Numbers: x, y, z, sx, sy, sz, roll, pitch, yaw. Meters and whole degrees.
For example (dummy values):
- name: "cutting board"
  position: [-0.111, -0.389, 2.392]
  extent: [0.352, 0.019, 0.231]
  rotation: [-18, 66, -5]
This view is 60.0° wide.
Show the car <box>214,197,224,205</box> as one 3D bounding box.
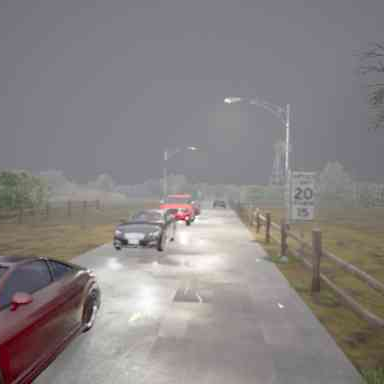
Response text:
- name: "car"
  position: [5.895, 1.894, 72.335]
  extent: [2.128, 1.511, 4.902]
  rotation: [1, -1, 5]

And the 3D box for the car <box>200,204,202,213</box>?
- name: "car"
  position: [-0.069, 1.526, 34.259]
  extent: [1.837, 1.490, 4.892]
  rotation: [1, 0, 5]

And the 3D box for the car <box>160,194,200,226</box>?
- name: "car"
  position: [-0.958, 1.211, 23.945]
  extent: [2.150, 2.045, 5.566]
  rotation: [1, 0, 6]

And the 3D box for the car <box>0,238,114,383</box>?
- name: "car"
  position: [-2.638, 1.502, 3.994]
  extent: [1.994, 1.385, 4.181]
  rotation: [1, 0, 5]

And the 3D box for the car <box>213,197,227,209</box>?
- name: "car"
  position: [4.160, 1.674, 50.134]
  extent: [1.837, 1.490, 4.892]
  rotation: [1, -1, 4]

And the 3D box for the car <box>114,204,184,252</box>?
- name: "car"
  position: [-1.802, 1.454, 13.924]
  extent: [2.128, 1.511, 4.902]
  rotation: [1, 0, 5]
